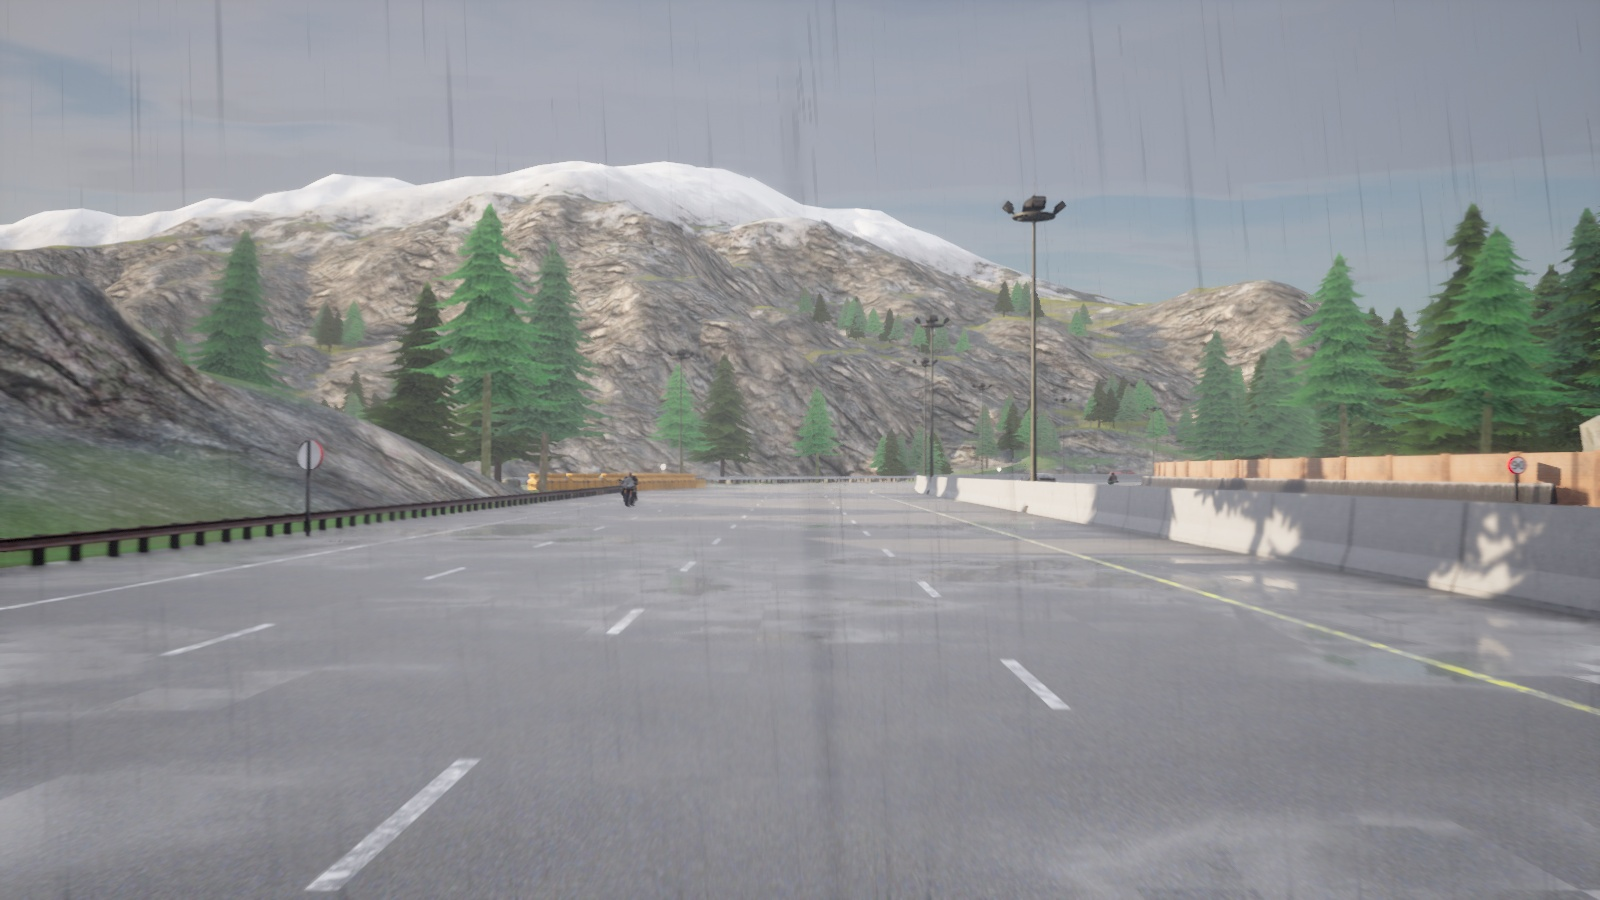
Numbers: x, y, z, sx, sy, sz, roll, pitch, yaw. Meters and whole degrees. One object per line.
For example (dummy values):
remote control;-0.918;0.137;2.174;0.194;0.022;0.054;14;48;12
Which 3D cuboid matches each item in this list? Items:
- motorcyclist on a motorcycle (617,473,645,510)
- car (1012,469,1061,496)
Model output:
motorcyclist on a motorcycle;-7.127;1.743;53.000;0.866;1.530;2.191;0;-1;0
car;13.822;1.910;73.752;2.007;1.525;4.514;0;-1;0
